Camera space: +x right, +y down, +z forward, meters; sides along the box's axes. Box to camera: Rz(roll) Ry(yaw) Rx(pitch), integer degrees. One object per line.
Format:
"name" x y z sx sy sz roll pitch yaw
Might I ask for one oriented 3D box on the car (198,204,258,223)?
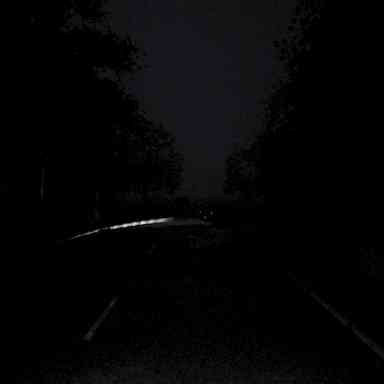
"car" 2.862 1.637 26.389 4.718 1.301 1.895 0 2 -32
